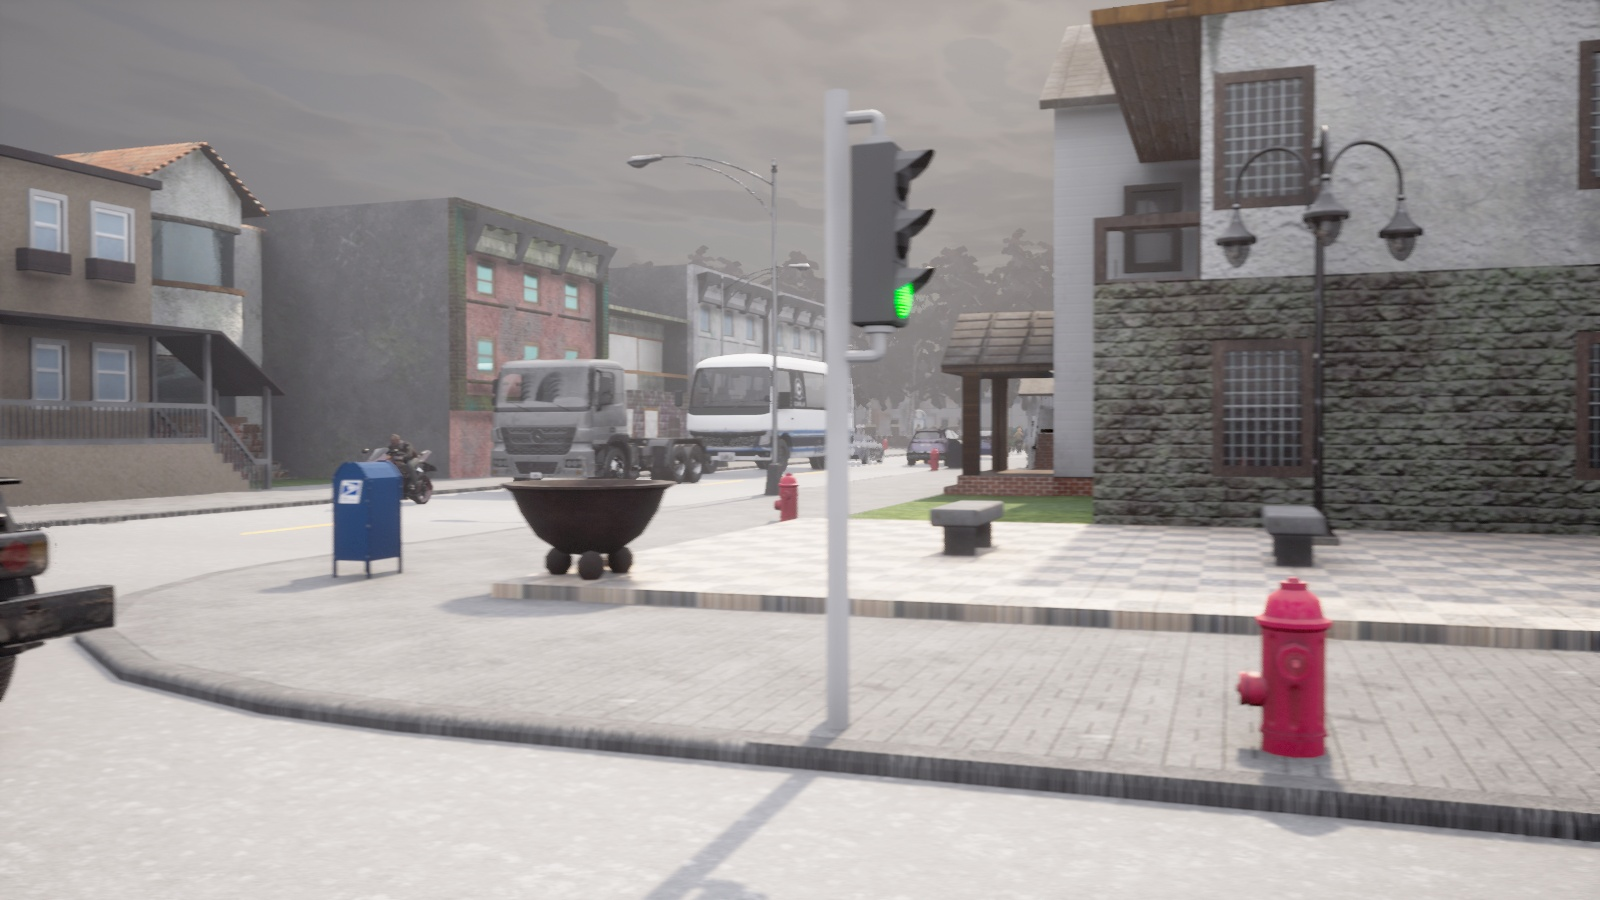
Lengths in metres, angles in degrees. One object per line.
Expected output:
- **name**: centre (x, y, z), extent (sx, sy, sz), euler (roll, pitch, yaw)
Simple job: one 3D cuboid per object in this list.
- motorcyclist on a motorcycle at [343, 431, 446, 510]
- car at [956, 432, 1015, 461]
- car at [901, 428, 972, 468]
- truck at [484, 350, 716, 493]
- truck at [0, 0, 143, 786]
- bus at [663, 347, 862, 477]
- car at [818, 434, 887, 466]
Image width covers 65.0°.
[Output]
- **motorcyclist on a motorcycle**: centre (-8.277, 0.388, 25.754), extent (0.866, 1.530, 2.191), euler (1, 1, 19)
- **car**: centre (9.742, -0.214, 65.606), extent (2.163, 1.488, 4.792), euler (1, 1, 19)
- **car**: centre (5.986, -0.123, 54.747), extent (2.033, 1.649, 4.856), euler (1, 1, 19)
- **truck**: centre (-5.214, -0.759, 34.570), extent (2.891, 3.462, 7.936), euler (1, 1, 19)
- **truck**: centre (-7.428, -0.297, 6.077), extent (7.936, 3.462, 2.891), euler (1, 2, 20)
- **bus**: centre (-1.068, -1.331, 46.541), extent (3.944, 4.253, 10.273), euler (1, 1, 19)
- **car**: centre (2.397, -0.039, 56.606), extent (1.994, 1.385, 4.181), euler (1, 1, 19)
